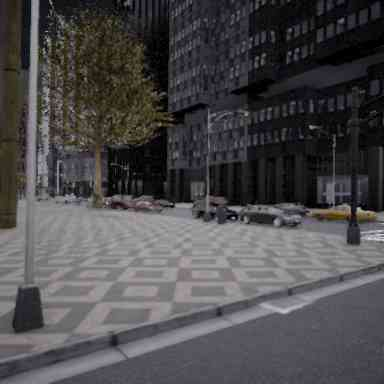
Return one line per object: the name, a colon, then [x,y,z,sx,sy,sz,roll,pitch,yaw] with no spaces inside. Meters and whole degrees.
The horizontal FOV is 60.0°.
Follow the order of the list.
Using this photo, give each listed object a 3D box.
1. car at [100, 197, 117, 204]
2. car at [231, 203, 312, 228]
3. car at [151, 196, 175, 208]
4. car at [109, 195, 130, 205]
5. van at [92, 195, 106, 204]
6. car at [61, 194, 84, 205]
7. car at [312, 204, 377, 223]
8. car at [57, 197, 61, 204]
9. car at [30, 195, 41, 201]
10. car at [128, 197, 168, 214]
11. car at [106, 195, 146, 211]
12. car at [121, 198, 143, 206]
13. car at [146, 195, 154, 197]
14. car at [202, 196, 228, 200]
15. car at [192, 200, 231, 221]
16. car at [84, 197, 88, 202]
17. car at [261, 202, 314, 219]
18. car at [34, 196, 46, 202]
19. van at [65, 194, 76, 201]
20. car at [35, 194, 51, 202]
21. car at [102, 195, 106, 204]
car: [-16.744,1.706,66.507,1.887,1.381,4.507,1,-1,-35]
car: [4.892,1.473,21.043,2.008,1.369,4.403,1,-1,-35]
car: [-4.035,1.692,48.487,1.947,1.339,4.313,1,-1,-35]
car: [-13.563,1.468,62.004,2.192,1.841,5.009,1,-1,-35]
van: [-19.918,1.512,71.014,1.690,1.788,3.998,1,-1,-35]
car: [-20.527,1.427,57.086,1.967,1.590,4.097,1,-1,-35]
car: [11.755,1.614,26.103,1.752,1.417,4.829,1,-1,-35]
car: [-23.608,1.521,61.451,1.752,1.417,4.829,1,-1,-35]
car: [-39.497,1.567,83.977,1.752,1.417,4.829,1,-1,-35]
car: [-4.641,1.527,34.558,1.802,1.307,4.206,1,-1,-35]
car: [-7.815,1.268,39.067,2.192,1.841,5.009,1,-1,-35]
car: [-10.389,1.689,57.497,1.887,1.381,4.507,1,-1,-35]
car: [-7.209,1.450,52.995,2.192,1.841,5.009,1,-1,-35]
car: [2.323,1.425,39.480,2.192,1.841,5.009,1,-1,-35]
car: [1.714,1.496,25.548,1.947,1.339,4.313,1,-1,-35]
car: [-26.276,1.755,80.021,1.947,1.339,4.313,1,-1,-35]
car: [8.675,1.646,30.468,2.008,1.369,4.403,1,-1,-35]
car: [-36.417,1.584,79.611,2.008,1.369,4.403,1,-1,-35]
van: [-32.628,1.549,89.033,1.690,1.788,3.998,1,-1,-35]
car: [-33.237,1.339,75.108,2.192,1.841,5.009,1,-1,-35]
car: [-10.994,1.401,43.570,1.967,1.590,4.097,1,-1,-35]
